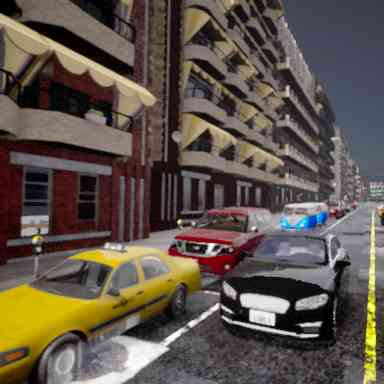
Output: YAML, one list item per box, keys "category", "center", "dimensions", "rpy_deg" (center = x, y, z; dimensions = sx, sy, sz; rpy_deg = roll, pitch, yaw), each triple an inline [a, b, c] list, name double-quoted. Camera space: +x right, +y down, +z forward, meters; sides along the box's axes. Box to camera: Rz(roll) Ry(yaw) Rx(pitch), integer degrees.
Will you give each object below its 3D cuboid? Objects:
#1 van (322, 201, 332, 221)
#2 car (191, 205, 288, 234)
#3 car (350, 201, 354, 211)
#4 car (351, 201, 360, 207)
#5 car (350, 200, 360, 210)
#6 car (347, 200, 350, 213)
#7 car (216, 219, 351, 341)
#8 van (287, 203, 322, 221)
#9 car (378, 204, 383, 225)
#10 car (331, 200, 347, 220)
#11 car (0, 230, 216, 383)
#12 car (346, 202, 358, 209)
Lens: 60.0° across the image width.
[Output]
- category: "van"
  center: [9.220, 1.714, 25.091]
  dimensions: [1.690, 1.788, 3.998]
  rpy_deg: [2, 0, 29]
- category: "car"
  center: [1.257, 1.449, 10.539]
  dimensions: [2.192, 1.841, 5.009]
  rpy_deg: [2, 0, 29]
- category: "car"
  center: [22.489, 2.370, 49.345]
  dimensions: [1.947, 1.339, 4.313]
  rpy_deg: [2, 0, 29]
- category: "car"
  center: [41.072, 3.064, 83.301]
  dimensions: [1.802, 1.307, 4.206]
  rpy_deg: [1, 0, 29]
- category: "car"
  center: [30.459, 2.398, 63.897]
  dimensions: [2.192, 1.841, 5.009]
  rpy_deg: [2, 0, 29]
- category: "car"
  center: [17.185, 1.943, 39.642]
  dimensions: [2.192, 1.841, 5.009]
  rpy_deg: [2, 0, 29]
- category: "car"
  center: [2.205, 1.590, 6.968]
  dimensions: [2.128, 1.511, 4.902]
  rpy_deg: [0, -1, 29]
- category: "van"
  center: [6.565, 1.632, 20.238]
  dimensions: [1.690, 1.788, 3.998]
  rpy_deg: [2, 0, 29]
- category: "car"
  center: [16.771, 1.970, 27.673]
  dimensions: [1.837, 1.490, 4.892]
  rpy_deg: [0, -1, 29]
- category: "car"
  center: [14.531, 1.857, 34.792]
  dimensions: [2.192, 1.841, 5.009]
  rpy_deg: [2, 0, 29]
- category: "car"
  center: [-1.487, 1.581, 5.538]
  dimensions: [1.752, 1.417, 4.829]
  rpy_deg: [2, 0, 29]
- category: "car"
  center: [33.108, 2.725, 68.748]
  dimensions: [1.887, 1.381, 4.507]
  rpy_deg: [2, 0, 29]
